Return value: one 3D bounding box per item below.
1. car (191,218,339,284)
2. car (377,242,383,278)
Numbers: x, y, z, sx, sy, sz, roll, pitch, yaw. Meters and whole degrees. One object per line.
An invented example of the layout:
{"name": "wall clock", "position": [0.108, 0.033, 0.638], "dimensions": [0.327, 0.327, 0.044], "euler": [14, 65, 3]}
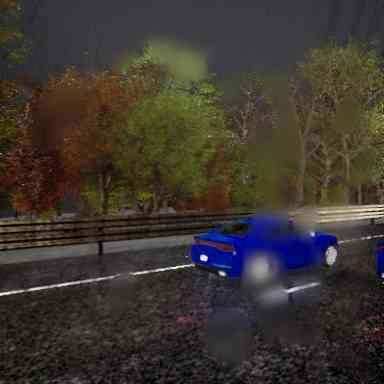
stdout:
{"name": "car", "position": [2.307, 1.505, 9.732], "dimensions": [5.008, 1.535, 1.882], "euler": [0, 0, -36]}
{"name": "car", "position": [6.729, 1.515, 8.605], "dimensions": [5.008, 1.535, 1.882], "euler": [0, 0, -36]}
